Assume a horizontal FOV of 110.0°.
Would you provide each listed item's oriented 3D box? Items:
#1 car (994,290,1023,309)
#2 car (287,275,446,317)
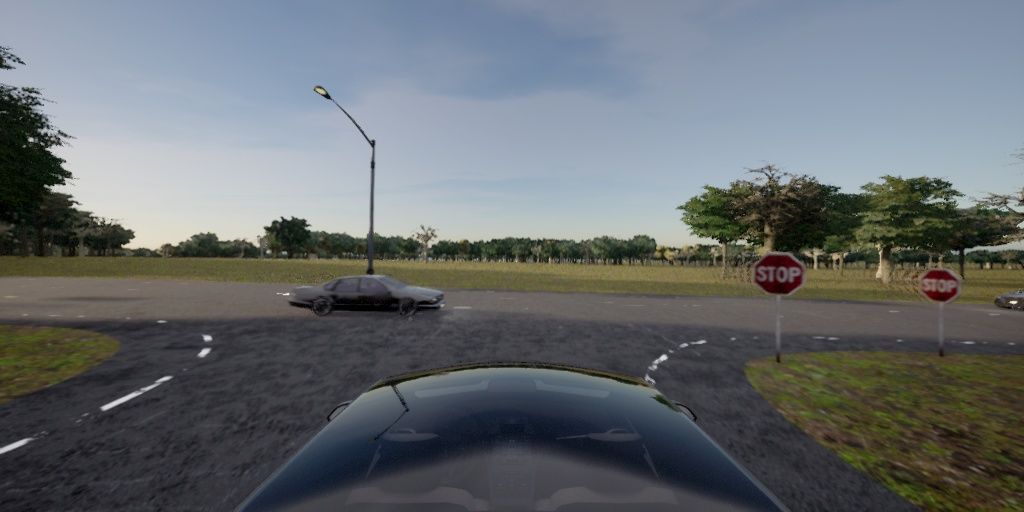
[{"bbox_3d":[30.125,2.471,20.104,4.181,1.385,1.994,2,0,0],"label":"car"},{"bbox_3d":[-5.254,1.421,13.328,5.357,1.411,2.033,1,0,0],"label":"car"}]
